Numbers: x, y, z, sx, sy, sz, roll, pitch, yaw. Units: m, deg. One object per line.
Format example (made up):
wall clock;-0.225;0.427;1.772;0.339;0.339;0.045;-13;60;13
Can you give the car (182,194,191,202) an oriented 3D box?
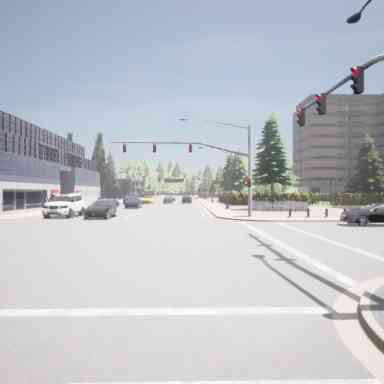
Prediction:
car;-1.223;1.355;75.056;2.097;1.767;4.553;0;0;-1

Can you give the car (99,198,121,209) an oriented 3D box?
car;-11.428;1.564;46.629;1.994;1.385;4.181;0;0;-1

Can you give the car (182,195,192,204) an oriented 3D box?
car;-0.985;1.505;64.990;1.837;1.490;4.892;0;0;-1

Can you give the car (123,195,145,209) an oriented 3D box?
car;-7.909;1.478;44.952;1.882;1.535;5.008;0;0;-1

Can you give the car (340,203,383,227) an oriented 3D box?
car;12.499;1.492;22.272;4.902;1.511;2.128;0;0;-1

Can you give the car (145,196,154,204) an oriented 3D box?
car;-8.095;1.478;61.627;1.882;1.535;5.008;0;0;0

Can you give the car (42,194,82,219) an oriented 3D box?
car;-11.163;1.221;29.368;2.150;2.045;5.566;0;0;-1

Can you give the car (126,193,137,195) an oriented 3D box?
car;-11.606;1.222;63.771;2.150;2.045;5.566;0;0;0

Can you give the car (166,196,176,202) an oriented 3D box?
car;-4.728;1.510;75.301;1.895;1.301;4.718;0;0;-1

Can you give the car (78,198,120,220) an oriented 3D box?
car;-7.635;1.478;28.058;1.882;1.535;5.008;0;0;-1

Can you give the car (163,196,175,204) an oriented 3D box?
car;-4.582;1.547;64.666;2.033;1.411;5.357;0;0;-1
